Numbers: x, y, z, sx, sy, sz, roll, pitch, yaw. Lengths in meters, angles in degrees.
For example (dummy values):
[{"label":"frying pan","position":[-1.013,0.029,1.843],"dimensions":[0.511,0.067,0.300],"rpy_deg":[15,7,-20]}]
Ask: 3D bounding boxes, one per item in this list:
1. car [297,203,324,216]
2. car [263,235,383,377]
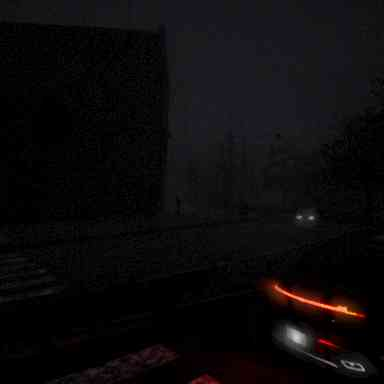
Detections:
[{"label":"car","position":[15.348,2.174,43.070],"dimensions":[2.097,1.767,4.553],"rpy_deg":[1,-2,40]},{"label":"car","position":[3.330,1.446,5.191],"dimensions":[4.892,1.490,1.837],"rpy_deg":[-1,0,-30]}]
